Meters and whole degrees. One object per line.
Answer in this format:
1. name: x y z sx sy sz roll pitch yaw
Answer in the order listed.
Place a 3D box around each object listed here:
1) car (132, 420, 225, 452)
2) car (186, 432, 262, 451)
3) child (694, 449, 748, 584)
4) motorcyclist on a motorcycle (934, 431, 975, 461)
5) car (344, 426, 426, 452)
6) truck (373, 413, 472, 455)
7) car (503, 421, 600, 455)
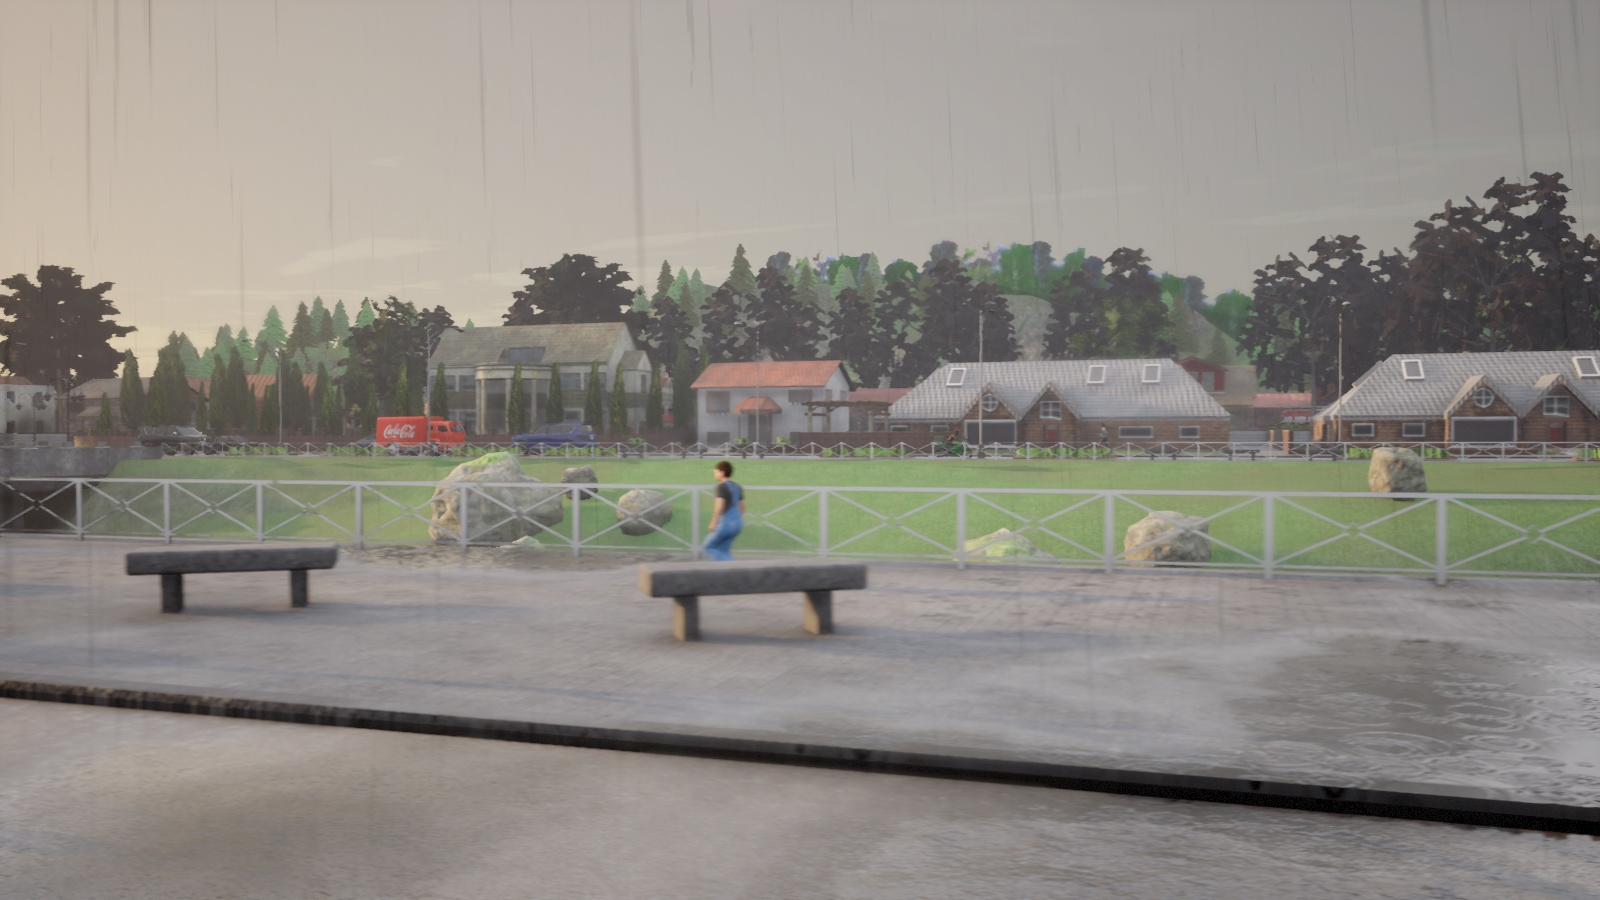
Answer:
1. car: -40.853 -0.930 82.521 5.566 2.045 2.150 1 1 19
2. car: -39.599 -0.604 86.325 4.718 1.301 1.895 1 1 19
3. child: -0.758 0.622 11.980 0.437 1.263 0.270 1 1 33
4. motorcyclist on a motorcycle: 8.129 -0.218 66.034 2.044 1.523 0.797 1 1 19
5. car: -27.126 -0.746 82.122 4.611 1.667 2.242 1 1 19
6. truck: -22.952 -0.972 76.491 5.204 2.467 2.627 1 1 19
7. car: -15.475 -0.765 78.198 5.566 2.045 2.150 1 1 19
